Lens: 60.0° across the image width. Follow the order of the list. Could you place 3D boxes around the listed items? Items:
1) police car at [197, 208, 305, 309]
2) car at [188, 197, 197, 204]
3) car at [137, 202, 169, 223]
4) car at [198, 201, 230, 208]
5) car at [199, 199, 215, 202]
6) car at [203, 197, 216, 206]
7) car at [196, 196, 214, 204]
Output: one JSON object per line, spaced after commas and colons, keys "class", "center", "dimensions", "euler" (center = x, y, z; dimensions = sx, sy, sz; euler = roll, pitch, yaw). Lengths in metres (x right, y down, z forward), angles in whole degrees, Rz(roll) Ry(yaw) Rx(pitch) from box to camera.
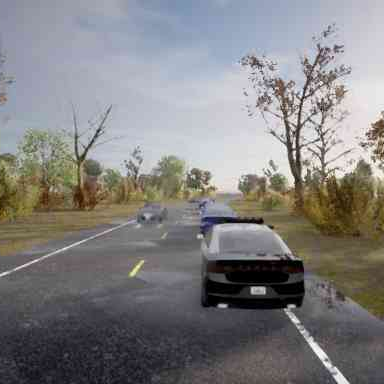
{"class": "police car", "center": [1.144, 1.427, 8.081], "dimensions": [1.930, 1.638, 5.238], "euler": [0, 0, 1]}
{"class": "car", "center": [0.447, 1.735, 66.882], "dimensions": [1.994, 1.385, 4.181], "euler": [0, 0, 7]}
{"class": "car", "center": [-2.918, 1.507, 25.352], "dimensions": [2.128, 1.511, 4.902], "euler": [0, 0, 3]}
{"class": "car", "center": [1.408, 1.485, 17.923], "dimensions": [1.882, 1.535, 5.008], "euler": [0, 0, 2]}
{"class": "car", "center": [1.644, 1.491, 23.892], "dimensions": [1.882, 1.535, 5.008], "euler": [0, 0, 3]}
{"class": "car", "center": [3.202, 1.633, 60.356], "dimensions": [2.128, 1.511, 4.902], "euler": [0, 0, 6]}
{"class": "car", "center": [2.041, 1.602, 46.574], "dimensions": [1.812, 1.442, 4.674], "euler": [0, 0, 6]}
